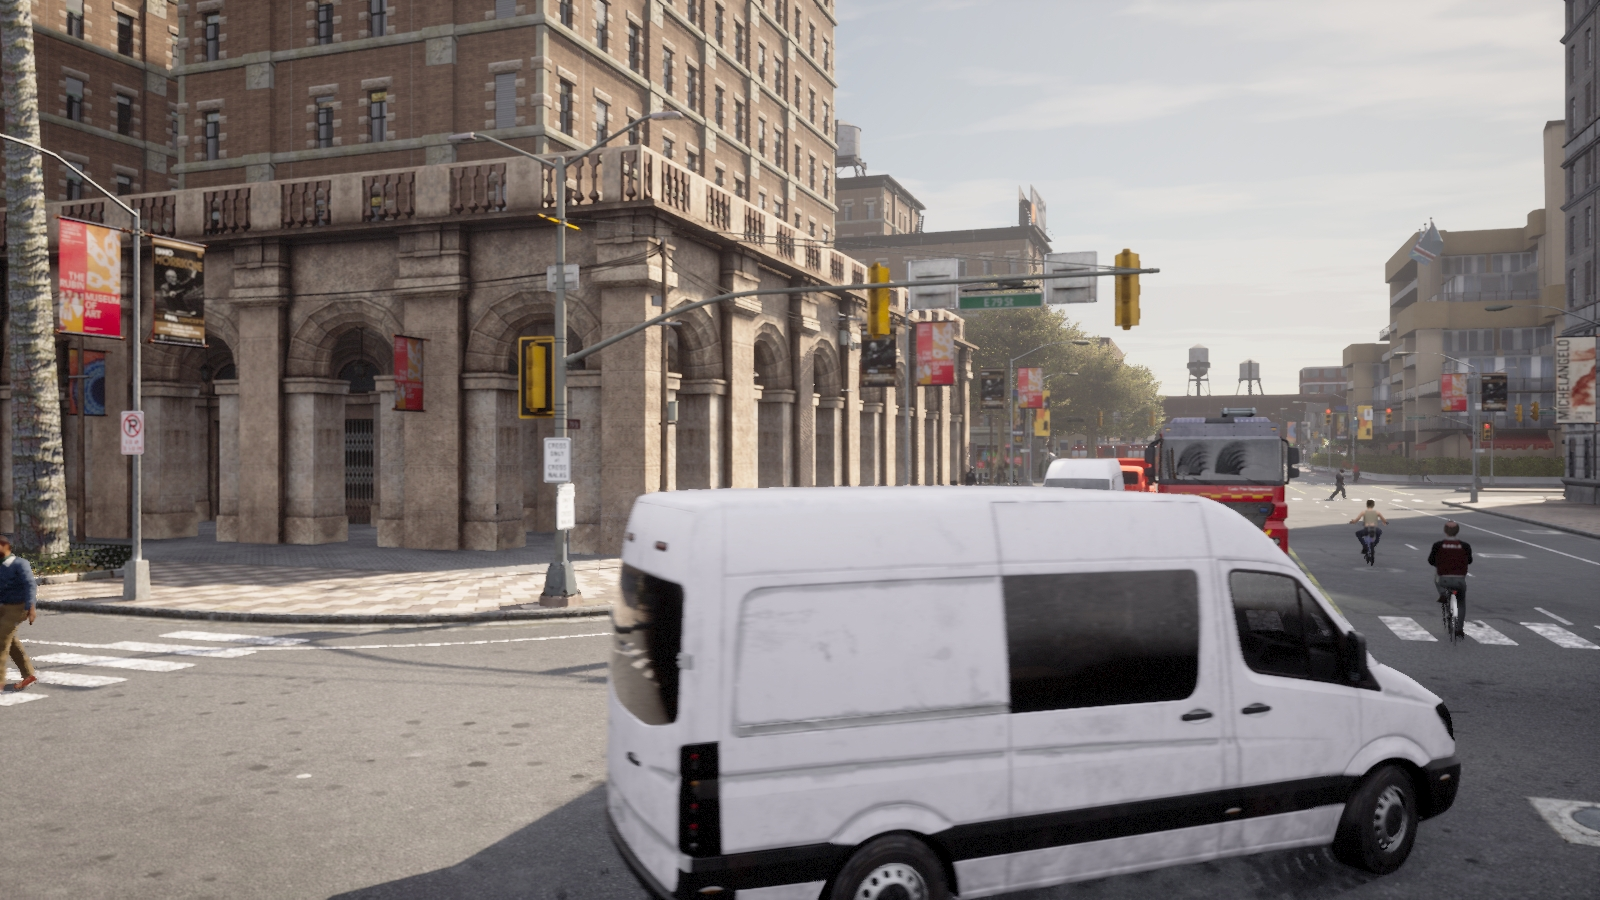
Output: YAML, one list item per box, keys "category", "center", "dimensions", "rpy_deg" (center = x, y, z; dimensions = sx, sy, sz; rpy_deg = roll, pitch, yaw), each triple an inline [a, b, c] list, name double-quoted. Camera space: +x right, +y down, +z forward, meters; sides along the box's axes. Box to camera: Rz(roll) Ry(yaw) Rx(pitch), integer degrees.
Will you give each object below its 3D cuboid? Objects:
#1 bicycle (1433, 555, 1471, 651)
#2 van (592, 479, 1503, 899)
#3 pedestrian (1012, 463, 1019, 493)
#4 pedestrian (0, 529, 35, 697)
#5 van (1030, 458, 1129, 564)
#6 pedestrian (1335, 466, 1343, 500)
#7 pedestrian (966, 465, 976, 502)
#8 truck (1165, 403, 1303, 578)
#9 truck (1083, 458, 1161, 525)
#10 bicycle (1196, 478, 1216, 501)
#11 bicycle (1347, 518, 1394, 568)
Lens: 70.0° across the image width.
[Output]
- category: "bicycle"
  center: [9.553, 2.211, 16.768]
  dimensions: [0.329, 1.171, 1.835]
  rpy_deg: [0, 0, 25]
- category: "van"
  center: [1.744, 1.534, 7.710]
  dimensions: [5.915, 2.561, 1.988]
  rpy_deg: [0, 0, -22]
- category: "pedestrian"
  center: [13.123, 1.694, 69.484]
  dimensions: [0.375, 1.860, 0.375]
  rpy_deg: [0, 0, 20]
- category: "pedestrian"
  center: [-9.071, 1.847, 13.075]
  dimensions: [0.375, 1.860, 0.375]
  rpy_deg: [0, 0, 16]
- category: "van"
  center: [7.747, 1.534, 31.235]
  dimensions: [1.988, 2.561, 5.915]
  rpy_deg: [0, 0, 20]
- category: "pedestrian"
  center: [29.946, 1.849, 63.457]
  dimensions: [0.375, 1.860, 0.375]
  rpy_deg: [0, 0, 20]
- category: "pedestrian"
  center: [8.631, 1.694, 57.681]
  dimensions: [0.375, 1.860, 0.375]
  rpy_deg: [0, 0, 23]
- category: "truck"
  center: [11.092, 0.890, 29.472]
  dimensions: [2.891, 3.827, 8.468]
  rpy_deg: [0, 0, 20]
- category: "truck"
  center: [12.881, 1.567, 45.492]
  dimensions: [2.627, 2.467, 5.204]
  rpy_deg: [0, 0, 20]
- category: "bicycle"
  center: [22.736, 2.209, 63.988]
  dimensions: [0.329, 1.171, 1.835]
  rpy_deg: [0, 1, 42]
- category: "bicycle"
  center: [13.896, 2.257, 27.866]
  dimensions: [0.859, 1.080, 1.487]
  rpy_deg: [0, 0, 21]
